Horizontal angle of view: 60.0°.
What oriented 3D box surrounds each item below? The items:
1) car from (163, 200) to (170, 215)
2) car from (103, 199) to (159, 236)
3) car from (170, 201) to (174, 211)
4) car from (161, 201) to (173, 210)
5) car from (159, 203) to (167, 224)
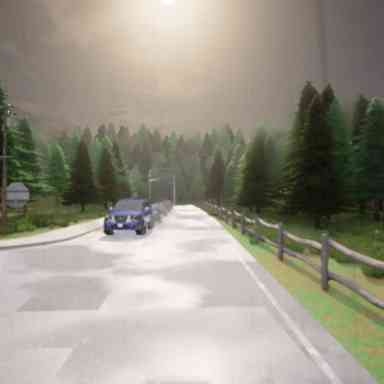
[{"bbox_3d":[-3.804,2.027,38.544,1.812,1.442,4.674,0,-1,-1],"label":"car"},{"bbox_3d":[-3.731,1.491,20.719,2.150,2.045,5.566,0,-1,3],"label":"car"},{"bbox_3d":[-3.988,2.225,47.991,1.895,1.301,4.718,0,-1,-2],"label":"car"},{"bbox_3d":[-4.259,2.256,57.777,1.837,1.490,4.892,0,-1,-2],"label":"car"},{"bbox_3d":[-3.540,1.933,28.624,1.994,1.385,4.181,0,-1,0],"label":"car"}]
